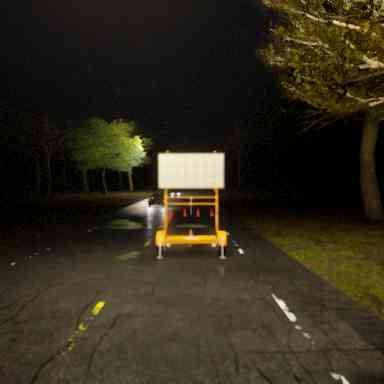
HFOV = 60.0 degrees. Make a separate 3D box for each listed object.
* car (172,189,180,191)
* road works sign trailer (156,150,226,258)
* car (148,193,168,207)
[{"bbox_3d":[-3.665,-0.889,76.941,1.895,1.301,4.718,0,3,0],"label":"car"},{"bbox_3d":[-0.025,0.304,11.980,2.380,3.560,2.880,0,1,0],"label":"road works sign trailer"},{"bbox_3d":[-3.674,0.836,36.461,1.812,1.442,4.674,0,2,0],"label":"car"}]
